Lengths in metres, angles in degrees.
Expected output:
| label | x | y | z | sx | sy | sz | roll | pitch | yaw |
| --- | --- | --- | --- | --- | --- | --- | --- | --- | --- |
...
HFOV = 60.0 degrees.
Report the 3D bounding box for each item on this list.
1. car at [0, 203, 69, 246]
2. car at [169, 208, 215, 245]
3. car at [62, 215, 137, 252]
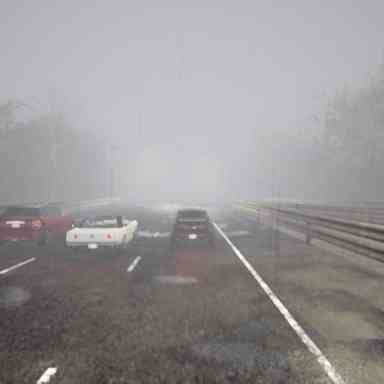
| label | x | y | z | sx | sy | sz | roll | pitch | yaw |
| --- | --- | --- | --- | --- | --- | --- | --- | --- | --- |
| car | -7.002 | 1.343 | 15.301 | 2.097 | 1.767 | 4.553 | 0 | 0 | -1 |
| car | -0.003 | 1.494 | 15.473 | 1.837 | 1.490 | 4.892 | 0 | 0 | -1 |
| car | -3.484 | 1.592 | 13.848 | 1.895 | 1.301 | 4.718 | 0 | 0 | -1 |
